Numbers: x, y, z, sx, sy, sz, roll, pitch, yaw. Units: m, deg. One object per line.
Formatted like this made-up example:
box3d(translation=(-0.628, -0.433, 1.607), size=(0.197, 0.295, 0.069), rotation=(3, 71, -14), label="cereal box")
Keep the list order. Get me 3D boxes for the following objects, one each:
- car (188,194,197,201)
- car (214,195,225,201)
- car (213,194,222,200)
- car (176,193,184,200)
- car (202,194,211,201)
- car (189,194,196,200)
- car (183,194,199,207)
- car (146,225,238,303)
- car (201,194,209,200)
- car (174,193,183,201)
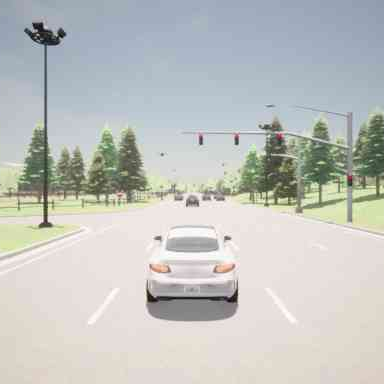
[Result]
box3d(translation=(0.120, 1.346, 83.009), size=(2.097, 1.767, 4.553), rotation=(0, 0, 0), label="car")
box3d(translation=(7.119, 1.515, 82.612), size=(2.128, 1.511, 4.902), rotation=(0, 0, 0), label="car")
box3d(translation=(7.134, 1.383, 93.032), size=(1.994, 1.385, 4.181), rotation=(0, 0, 0), label="car")
box3d(translation=(-3.366, 1.185, 93.017), size=(2.097, 1.767, 4.553), rotation=(0, 0, 0), label="car")
box3d(translation=(3.620, 1.346, 83.004), size=(2.097, 1.767, 4.553), rotation=(0, 0, 0), label="car")
box3d(translation=(0.134, 1.330, 93.042), size=(1.837, 1.490, 4.892), rotation=(0, 0, 0), label="car")
box3d(translation=(0.075, 1.351, 51.979), size=(2.097, 1.767, 4.553), rotation=(0, 0, 0), label="car")
box3d(translation=(0.018, 1.526, 8.106), size=(1.812, 1.442, 4.674), rotation=(0, 0, 0), label="car")
box3d(translation=(3.634, 1.370, 93.037), size=(2.033, 1.411, 5.357), rotation=(0, 0, 0), label="car")
box3d(translation=(-3.380, 1.542, 83.010), size=(1.994, 1.385, 4.181), rotation=(0, 0, 0), label="car")
